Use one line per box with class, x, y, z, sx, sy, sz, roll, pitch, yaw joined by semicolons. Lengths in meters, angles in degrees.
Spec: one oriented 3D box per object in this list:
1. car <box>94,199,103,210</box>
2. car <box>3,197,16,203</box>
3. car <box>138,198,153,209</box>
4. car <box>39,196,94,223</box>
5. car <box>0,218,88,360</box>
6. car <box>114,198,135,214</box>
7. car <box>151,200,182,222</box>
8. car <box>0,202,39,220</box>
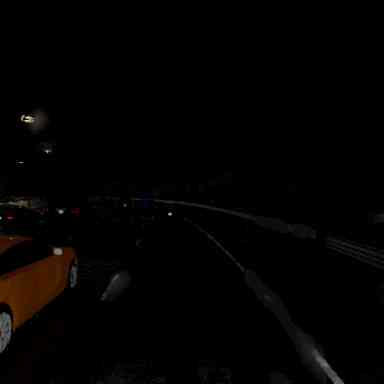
car;-12.801;1.620;43.650;2.128;1.511;4.902;0;0;-16
car;-35.168;1.728;64.157;1.994;1.385;4.181;0;0;-24
car;-6.394;1.573;46.883;1.882;1.535;5.008;0;0;-16
car;-8.399;1.300;22.881;2.150;2.045;5.566;0;0;-9
car;-3.555;1.506;5.878;1.882;1.535;5.008;0;0;-2
car;-7.315;1.439;36.152;2.097;1.767;4.553;0;0;-13
car;-1.990;1.609;26.634;1.994;1.385;4.181;0;0;-10
car;-11.977;1.645;22.633;2.033;1.411;5.357;0;0;-9
